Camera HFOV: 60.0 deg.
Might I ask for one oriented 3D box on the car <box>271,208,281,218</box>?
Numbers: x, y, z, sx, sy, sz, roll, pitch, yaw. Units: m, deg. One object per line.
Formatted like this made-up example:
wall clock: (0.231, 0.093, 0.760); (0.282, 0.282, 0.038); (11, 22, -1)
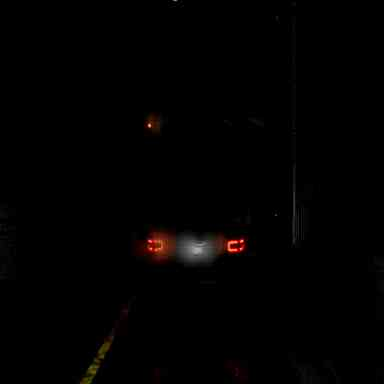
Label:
car: (9.050, 1.585, 27.643); (4.718, 1.301, 1.895); (0, 0, -10)

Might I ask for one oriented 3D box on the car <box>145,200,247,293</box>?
car: (0.080, 1.222, 9.021); (2.150, 2.045, 5.566); (0, 0, 0)
